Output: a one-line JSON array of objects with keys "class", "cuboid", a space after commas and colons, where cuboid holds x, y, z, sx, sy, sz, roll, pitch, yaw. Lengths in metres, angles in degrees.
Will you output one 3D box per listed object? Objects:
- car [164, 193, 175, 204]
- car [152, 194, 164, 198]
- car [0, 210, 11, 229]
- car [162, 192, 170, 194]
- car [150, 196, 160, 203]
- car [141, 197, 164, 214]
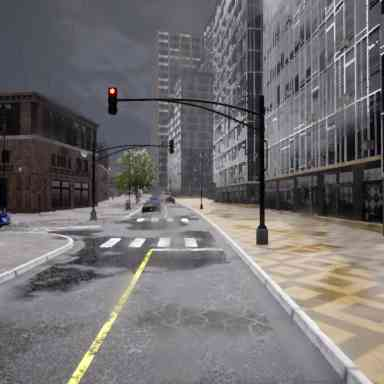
[{"class": "car", "cuboid": [-4.320, 1.498, 64.314, 1.837, 1.490, 4.892, 0, 0, -8]}, {"class": "car", "cuboid": [-5.650, 1.470, 51.144, 1.882, 1.535, 5.008, 0, 0, -6]}, {"class": "car", "cuboid": [-13.343, 1.505, 19.623, 5.008, 1.535, 1.882, 0, 0, 5]}, {"class": "car", "cuboid": [-5.794, 1.045, 74.652, 2.150, 2.045, 5.566, 0, 0, -9]}, {"class": "car", "cuboid": [-7.666, 1.596, 68.500, 1.994, 1.385, 4.181, 0, 0, -8]}, {"class": "car", "cuboid": [-4.217, 1.561, 35.040, 1.994, 1.385, 4.181, 0, 0, -4]}]
